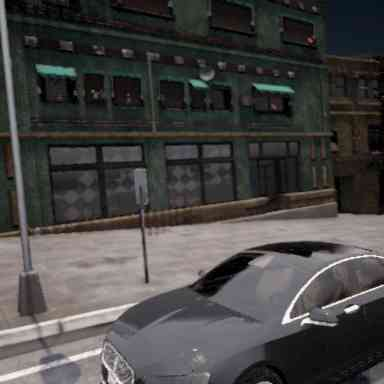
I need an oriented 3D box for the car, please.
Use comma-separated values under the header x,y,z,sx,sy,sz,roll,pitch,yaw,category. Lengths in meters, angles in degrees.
x,y,z,sx,sy,sz,roll,pitch,yaw,category
1.303,1.482,4.373,4.892,1.490,1.837,0,0,-33,car
